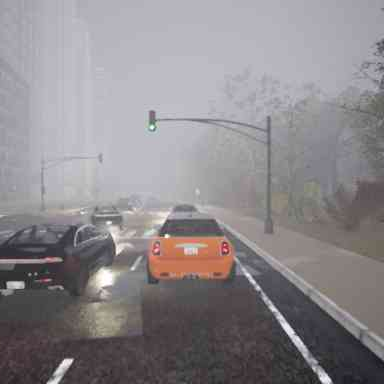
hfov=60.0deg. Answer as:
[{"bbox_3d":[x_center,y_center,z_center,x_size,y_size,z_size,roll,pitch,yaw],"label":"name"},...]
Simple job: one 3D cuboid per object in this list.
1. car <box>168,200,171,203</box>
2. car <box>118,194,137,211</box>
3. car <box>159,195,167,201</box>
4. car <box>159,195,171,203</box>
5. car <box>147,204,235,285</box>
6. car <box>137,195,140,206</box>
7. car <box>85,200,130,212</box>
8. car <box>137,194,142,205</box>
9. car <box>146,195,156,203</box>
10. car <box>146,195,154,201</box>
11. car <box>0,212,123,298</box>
[{"bbox_3d":[-0.522,1.521,22.758,1.882,1.535,5.008,0,0,-3],"label":"car"},{"bbox_3d":[-8.567,1.429,42.237,2.097,1.767,4.553,0,0,-5],"label":"car"},{"bbox_3d":[-7.437,1.464,84.556,1.812,1.442,4.674,0,0,-10],"label":"car"},{"bbox_3d":[-5.814,1.692,74.589,1.895,1.301,4.718,0,0,-9],"label":"car"},{"bbox_3d":[-0.065,1.372,9.743,2.097,1.767,4.553,0,0,-1],"label":"car"},{"bbox_3d":[-9.528,1.592,52.146,1.837,1.490,4.892,0,0,-7],"label":"car"},{"bbox_3d":[-5.631,1.537,21.184,2.128,1.511,4.902,0,0,-22],"label":"car"},{"bbox_3d":[-10.653,1.318,62.450,2.150,2.045,5.566,0,0,-7],"label":"car"},{"bbox_3d":[-8.962,1.577,73.693,1.882,1.535,5.008,0,0,-9],"label":"car"},{"bbox_3d":[-10.642,1.420,84.018,1.882,1.535,5.008,0,0,-10],"label":"car"},{"bbox_3d":[-3.288,1.510,8.557,2.128,1.511,4.902,0,0,-1],"label":"car"}]
